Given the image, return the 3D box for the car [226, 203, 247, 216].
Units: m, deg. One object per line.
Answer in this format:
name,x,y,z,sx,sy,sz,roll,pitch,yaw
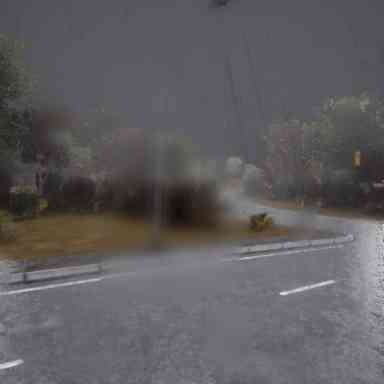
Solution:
car,4.737,2.046,39.575,2.128,1.511,4.902,3,1,-20
